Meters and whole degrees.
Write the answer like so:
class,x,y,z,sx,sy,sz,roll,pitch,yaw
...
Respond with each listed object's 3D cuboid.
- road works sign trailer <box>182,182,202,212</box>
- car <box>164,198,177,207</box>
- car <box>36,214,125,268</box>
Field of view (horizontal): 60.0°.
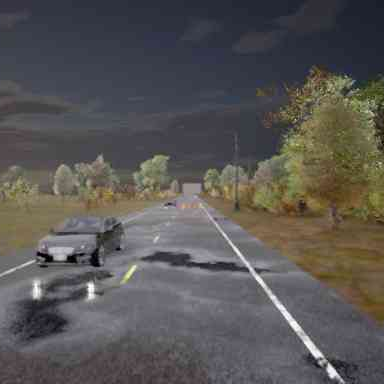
class,x,y,z,sx,sy,sz,roll,pitch,yaw
road works sign trailer,0.003,0.608,40.536,2.380,3.560,2.880,0,0,0
car,-3.547,1.744,54.835,1.994,1.385,4.181,0,0,1
car,-3.599,1.537,11.522,2.128,1.511,4.902,0,0,0
